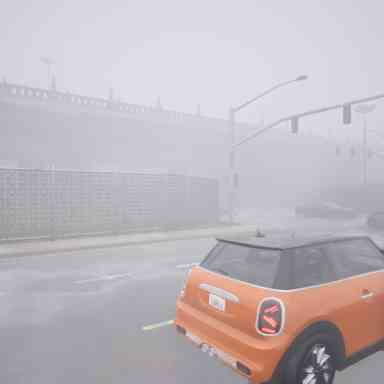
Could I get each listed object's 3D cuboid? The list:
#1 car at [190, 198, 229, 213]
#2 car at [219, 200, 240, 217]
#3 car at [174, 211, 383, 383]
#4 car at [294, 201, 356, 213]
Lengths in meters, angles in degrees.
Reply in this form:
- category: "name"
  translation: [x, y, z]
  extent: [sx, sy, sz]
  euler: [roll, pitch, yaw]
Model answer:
- category: "car"
  translation: [2.002, 1.533, 39.220]
  extent: [1.882, 1.535, 5.008]
  euler: [0, 0, -36]
- category: "car"
  translation: [2.557, 1.546, 32.420]
  extent: [2.128, 1.511, 4.902]
  euler: [0, 0, -36]
- category: "car"
  translation: [2.045, 1.352, 5.245]
  extent: [4.553, 1.767, 2.097]
  euler: [0, 0, -35]
- category: "car"
  translation: [10.856, 1.522, 27.295]
  extent: [1.882, 1.535, 5.008]
  euler: [0, 0, -39]
